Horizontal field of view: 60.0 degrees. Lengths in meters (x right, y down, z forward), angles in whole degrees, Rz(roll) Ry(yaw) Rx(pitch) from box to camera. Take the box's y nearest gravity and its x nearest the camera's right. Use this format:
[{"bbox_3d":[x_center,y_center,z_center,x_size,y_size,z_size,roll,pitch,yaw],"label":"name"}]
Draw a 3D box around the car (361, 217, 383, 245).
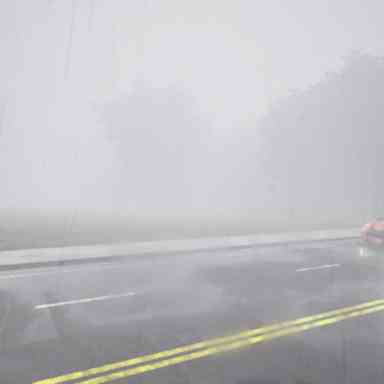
[{"bbox_3d":[10.451,1.678,16.283,4.553,1.767,2.097,1,-1,-29],"label":"car"}]
